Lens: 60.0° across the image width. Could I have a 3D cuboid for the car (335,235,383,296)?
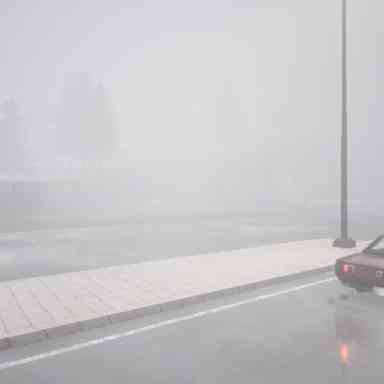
[{"bbox_3d":[5.395,1.601,7.592,4.718,1.301,1.895,0,0,-35],"label":"car"}]
